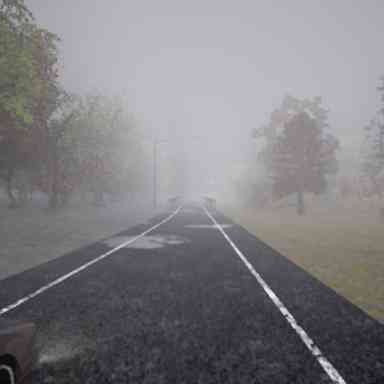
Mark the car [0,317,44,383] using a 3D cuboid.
[{"bbox_3d":[-2.753,1.548,1.456,2.033,1.411,5.357,0,0,2],"label":"car"}]
